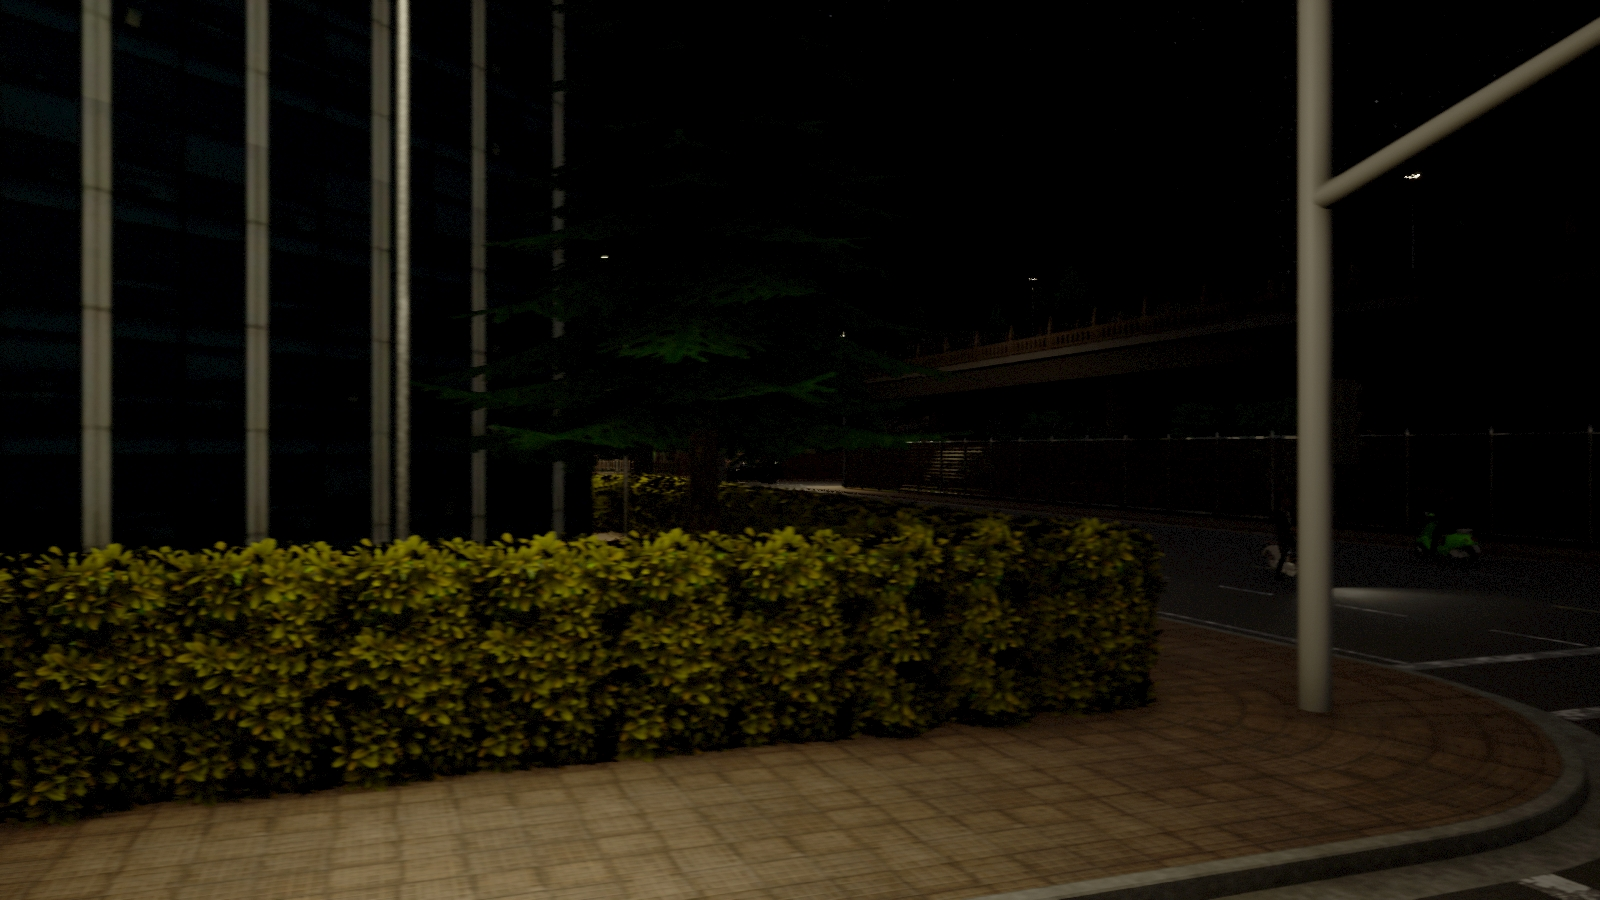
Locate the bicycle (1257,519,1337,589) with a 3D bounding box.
[{"bbox_3d":[10.181,2.103,23.456,0.329,1.271,1.835,0,0,-20],"label":"bicycle"}]
